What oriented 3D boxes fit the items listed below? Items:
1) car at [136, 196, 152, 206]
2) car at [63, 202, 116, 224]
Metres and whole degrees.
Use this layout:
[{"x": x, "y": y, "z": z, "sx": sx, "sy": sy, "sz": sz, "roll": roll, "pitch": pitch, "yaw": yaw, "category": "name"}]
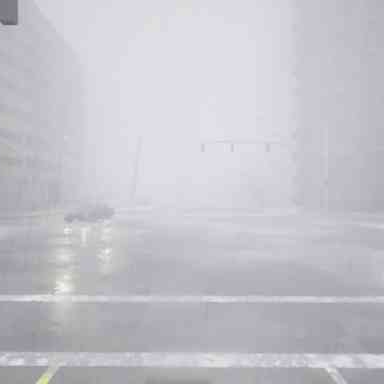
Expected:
[{"x": -7.048, "y": 1.347, "z": 49.564, "sx": 1.994, "sy": 1.385, "sz": 4.181, "roll": 0, "pitch": 1, "yaw": 0, "category": "car"}, {"x": -7.312, "y": 1.475, "z": 24.482, "sx": 2.033, "sy": 1.411, "sz": 5.357, "roll": 0, "pitch": 0, "yaw": 8, "category": "car"}]
